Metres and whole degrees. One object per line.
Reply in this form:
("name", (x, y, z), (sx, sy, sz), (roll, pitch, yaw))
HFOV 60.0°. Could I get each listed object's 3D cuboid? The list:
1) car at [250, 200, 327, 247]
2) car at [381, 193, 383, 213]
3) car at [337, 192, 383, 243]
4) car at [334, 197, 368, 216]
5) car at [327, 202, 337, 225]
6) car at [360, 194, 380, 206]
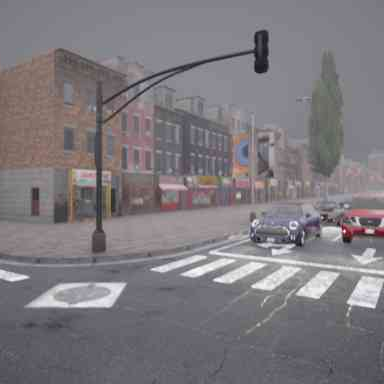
("car", (4.305, 1.266, 14.856), (2.097, 1.767, 4.553), (0, 1, 33))
("car", (19.641, 0.987, 32.185), (2.097, 1.767, 4.553), (0, 1, 34))
("car", (8.265, 1.119, 14.978), (2.150, 2.045, 5.566), (0, 1, 33))
("car", (14.730, 1.234, 30.660), (2.033, 1.411, 5.357), (0, 1, 34))
("car", (9.031, 1.387, 22.043), (1.994, 1.385, 4.181), (0, 1, 34))
("car", (23.761, 0.977, 44.319), (1.837, 1.490, 4.892), (0, 0, 33))
